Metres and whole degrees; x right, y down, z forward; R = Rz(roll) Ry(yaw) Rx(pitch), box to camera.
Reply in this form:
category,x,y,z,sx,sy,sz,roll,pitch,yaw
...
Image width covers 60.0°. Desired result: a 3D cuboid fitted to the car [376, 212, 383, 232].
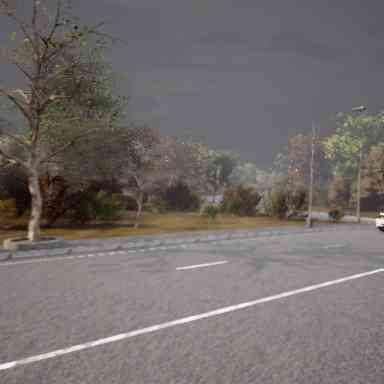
category,x,y,z,sx,sy,sz,roll,pitch,yaw
car,15.198,1.795,23.310,5.566,2.045,2.150,3,-2,-35
